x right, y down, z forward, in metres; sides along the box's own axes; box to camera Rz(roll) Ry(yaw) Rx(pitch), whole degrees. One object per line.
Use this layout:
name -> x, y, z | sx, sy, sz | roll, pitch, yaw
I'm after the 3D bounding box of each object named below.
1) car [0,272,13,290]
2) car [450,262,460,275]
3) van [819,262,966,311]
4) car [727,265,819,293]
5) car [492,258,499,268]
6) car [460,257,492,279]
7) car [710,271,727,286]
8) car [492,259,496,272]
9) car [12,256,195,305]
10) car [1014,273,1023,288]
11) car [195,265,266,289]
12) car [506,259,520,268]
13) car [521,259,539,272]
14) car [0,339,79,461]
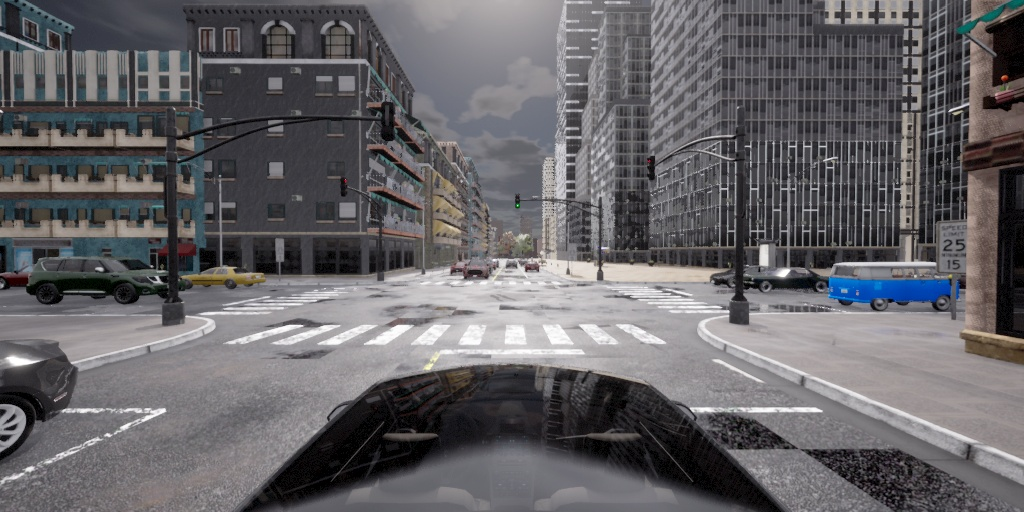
car -> -28.834, 1.193, 22.023 | 4.097, 1.591, 1.967 | 0, 0, 0
car -> -5.794, 1.296, 40.187 | 1.888, 1.381, 4.507 | 0, 0, 0
van -> 14.658, 1.119, 13.833 | 3.998, 1.789, 1.690 | 0, 0, 0
car -> 14.808, 1.293, 19.615 | 4.718, 1.301, 1.895 | 0, 1, 0
car -> -3.229, 1.355, 51.562 | 1.895, 1.301, 4.718 | 0, 0, 0
car -> -3.158, 1.102, 32.470 | 2.097, 1.767, 4.553 | 0, 0, -1
car -> 14.622, 1.219, 22.214 | 4.313, 1.339, 1.948 | 0, 0, 0
car -> -3.204, 1.352, 41.499 | 1.895, 1.301, 4.718 | 0, 0, 0
car -> -18.254, 1.034, 16.261 | 5.566, 2.045, 2.150 | 0, 1, 0
car -> 24.596, 1.221, 19.654 | 5.357, 1.411, 2.033 | 0, 1, 0
car -> -17.936, 1.250, 22.071 | 4.829, 1.417, 1.751 | 0, 0, 0
car -> -0.059, 1.357, 60.259 | 1.895, 1.301, 4.718 | 0, 0, 0
car -> 2.537, 1.297, 45.917 | 1.888, 1.381, 4.507 | 0, 0, 0
car -> -5.690, 1.300, 2.121 | 2.007, 1.370, 4.403 | 0, 0, 0
